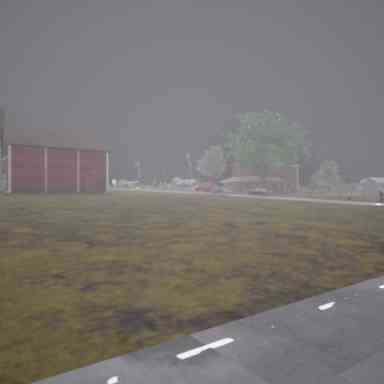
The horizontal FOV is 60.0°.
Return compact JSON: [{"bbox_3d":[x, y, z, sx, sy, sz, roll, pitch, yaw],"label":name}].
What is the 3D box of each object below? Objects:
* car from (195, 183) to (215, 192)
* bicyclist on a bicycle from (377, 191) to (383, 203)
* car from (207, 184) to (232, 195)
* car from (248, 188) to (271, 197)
[{"bbox_3d":[3.050,-0.969,72.574,2.150,2.045,5.566,0,2,-36],"label":"car"},{"bbox_3d":[25.988,0.681,45.879,1.656,1.620,0.582,0,2,-36],"label":"bicyclist on a bicycle"},{"bbox_3d":[5.707,-0.255,64.102,2.128,1.511,4.902,0,2,-35],"label":"car"},{"bbox_3d":[12.092,0.033,59.928,1.812,1.442,4.674,0,2,-35],"label":"car"}]
